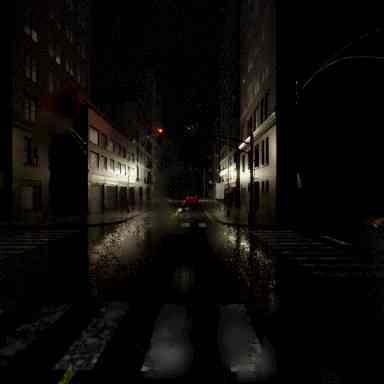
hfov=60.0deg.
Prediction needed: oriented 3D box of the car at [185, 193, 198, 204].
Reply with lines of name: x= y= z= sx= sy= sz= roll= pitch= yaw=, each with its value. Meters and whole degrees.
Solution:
car: x=-0.045 y=1.184 z=60.453 sx=2.150 sy=2.045 sz=5.566 roll=0 pitch=0 yaw=0

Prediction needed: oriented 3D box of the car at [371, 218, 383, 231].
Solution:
car: x=12.380 y=1.514 z=18.047 sx=4.829 sy=1.417 sz=1.752 roll=0 pitch=0 yaw=0
